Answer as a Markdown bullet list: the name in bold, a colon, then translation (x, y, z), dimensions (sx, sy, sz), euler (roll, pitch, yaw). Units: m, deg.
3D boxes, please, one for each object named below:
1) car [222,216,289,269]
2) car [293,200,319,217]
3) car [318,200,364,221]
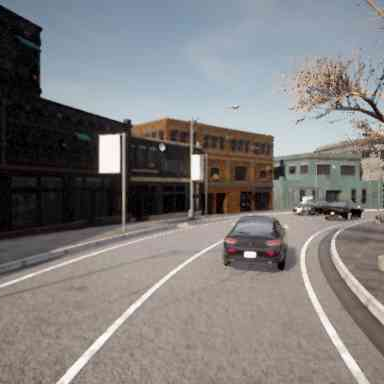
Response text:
- **car**: translation (2.228, 1.522, 11.184), dimensions (1.812, 1.442, 4.674), euler (1, 0, 17)
- **car**: translation (11.687, 1.523, 32.131), dimensions (4.902, 1.511, 2.128), euler (1, 1, -41)
- **car**: translation (13.061, 1.571, 28.449), dimensions (5.008, 1.535, 1.882), euler (1, 0, -45)
